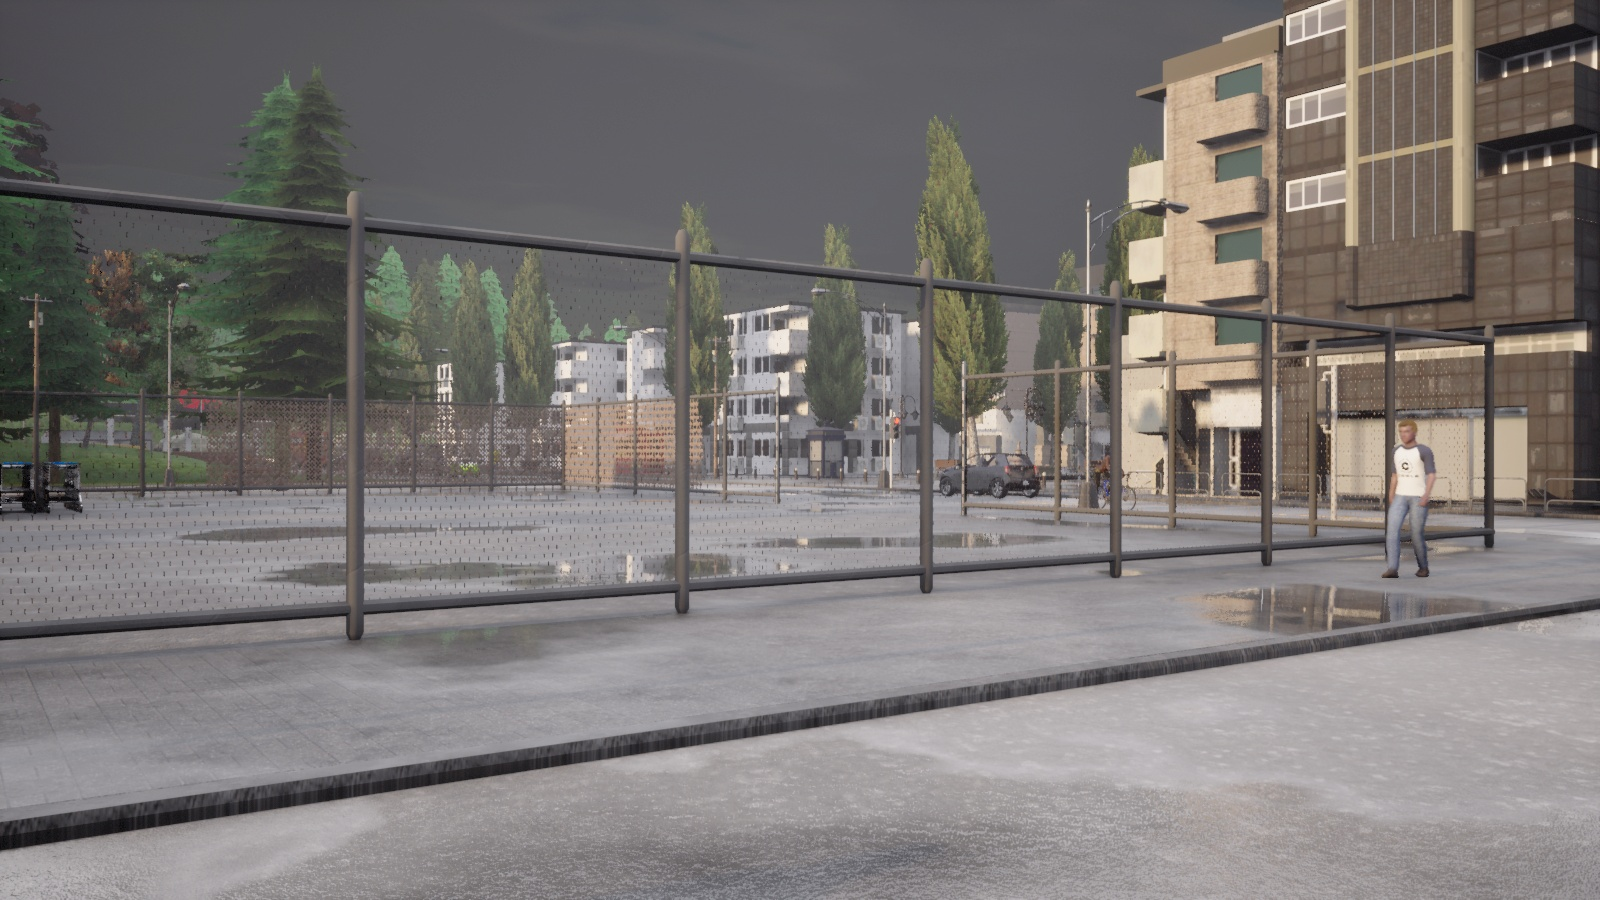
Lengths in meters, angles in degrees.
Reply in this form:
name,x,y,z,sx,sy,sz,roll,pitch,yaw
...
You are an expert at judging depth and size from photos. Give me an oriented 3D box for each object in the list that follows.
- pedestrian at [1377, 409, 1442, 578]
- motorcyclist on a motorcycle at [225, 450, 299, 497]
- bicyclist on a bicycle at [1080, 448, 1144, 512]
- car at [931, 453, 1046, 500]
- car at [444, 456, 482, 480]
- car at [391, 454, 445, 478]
name,x,y,z,sx,sy,sz,roll,pitch,yaw
pedestrian,6.813,0.473,14.027,0.706,1.836,0.354,0,0,-36
motorcyclist on a motorcycle,-19.613,0.848,45.798,2.350,1.649,0.766,0,0,-35
bicyclist on a bicycle,8.082,0.758,32.577,0.582,1.620,1.656,0,0,-35
car,6.284,0.846,42.172,1.845,1.501,3.633,0,0,-35
car,-19.344,1.014,72.101,1.481,1.376,2.207,0,0,-34
car,-24.000,0.991,78.792,1.837,1.490,4.892,0,0,-35
